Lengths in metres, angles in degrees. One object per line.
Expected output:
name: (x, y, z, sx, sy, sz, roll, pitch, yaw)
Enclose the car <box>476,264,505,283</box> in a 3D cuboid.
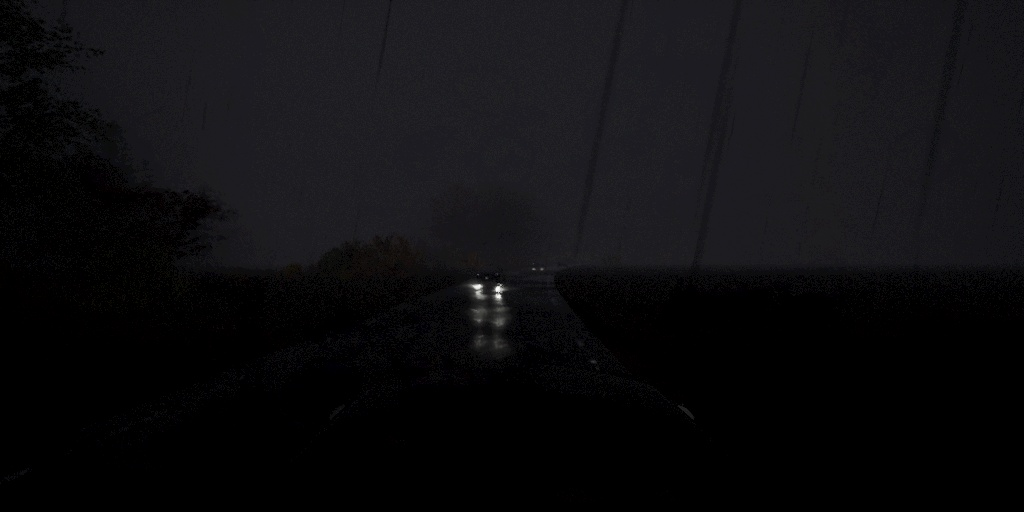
car: (-1.660, 1.387, 29.147, 1.812, 1.442, 4.674, 0, 0, 6)
